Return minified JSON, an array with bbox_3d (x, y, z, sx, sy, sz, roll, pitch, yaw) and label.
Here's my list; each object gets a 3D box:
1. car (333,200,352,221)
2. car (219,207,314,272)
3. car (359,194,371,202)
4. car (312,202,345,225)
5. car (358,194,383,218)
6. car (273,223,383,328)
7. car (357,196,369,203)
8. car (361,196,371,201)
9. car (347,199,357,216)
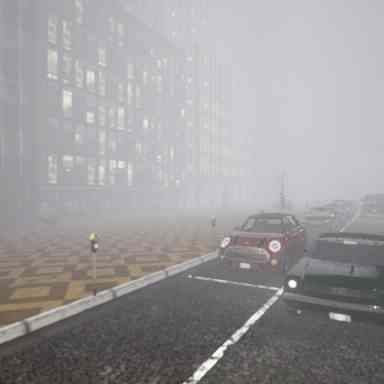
[{"bbox_3d":[10.575,1.542,24.999,2.008,1.369,4.403,0,0,30],"label":"car"},{"bbox_3d":[2.394,1.438,10.592,1.967,1.590,4.097,0,0,30],"label":"car"},{"bbox_3d":[40.569,1.327,77.830,2.192,1.841,5.009,0,0,30],"label":"car"},{"bbox_3d":[7.847,1.544,20.196,2.008,1.369,4.403,0,0,30],"label":"car"},{"bbox_3d":[16.620,1.206,30.191,2.150,2.045,5.566,0,0,30],"label":"car"},{"bbox_3d":[3.337,1.596,6.993,1.895,1.301,4.718,0,0,29],"label":"car"},{"bbox_3d":[35.117,1.568,68.224,1.947,1.339,4.313,0,0,30],"label":"car"},{"bbox_3d":[43.297,1.583,82.632,1.947,1.339,4.313,0,0,30],"label":"car"},{"bbox_3d":[13.301,1.430,29.803,1.967,1.590,4.097,0,0,30],"label":"car"}]
